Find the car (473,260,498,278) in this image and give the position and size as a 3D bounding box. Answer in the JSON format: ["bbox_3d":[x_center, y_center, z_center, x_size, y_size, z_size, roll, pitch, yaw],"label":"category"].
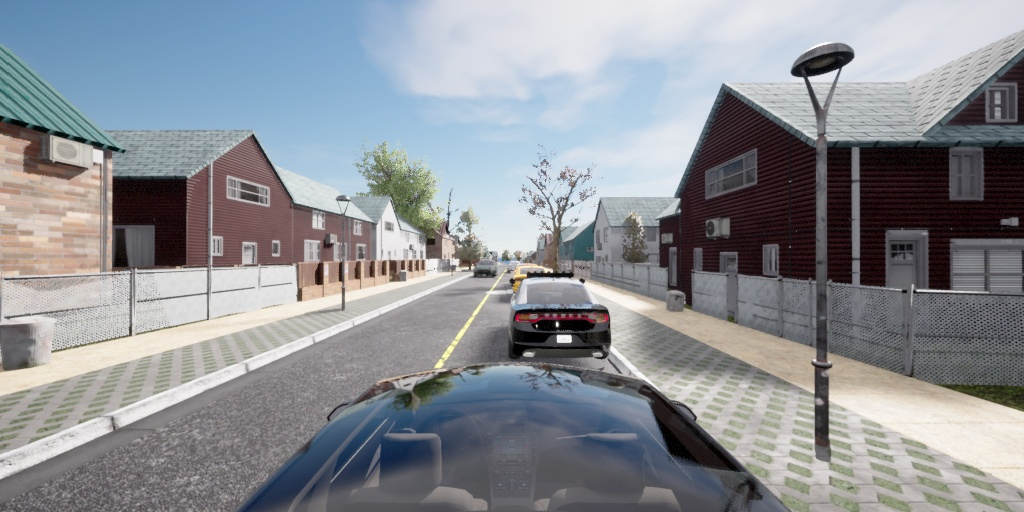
[{"bbox_3d":[-2.478,1.154,34.341,2.097,1.767,4.553,0,0,0],"label":"car"}]

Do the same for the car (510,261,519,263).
[{"bbox_3d":[1.018,1.249,24.436,1.882,1.535,5.008,0,0,0],"label":"car"}]

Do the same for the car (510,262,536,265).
[{"bbox_3d":[0.969,1.237,18.435,1.882,1.535,5.008,0,0,0],"label":"car"}]

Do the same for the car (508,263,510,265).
[{"bbox_3d":[0.397,1.381,45.710,1.812,1.442,4.674,0,0,1],"label":"car"}]

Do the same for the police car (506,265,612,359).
[{"bbox_3d":[0.889,1.176,8.545,1.930,1.638,5.238,0,0,0],"label":"police car"}]
